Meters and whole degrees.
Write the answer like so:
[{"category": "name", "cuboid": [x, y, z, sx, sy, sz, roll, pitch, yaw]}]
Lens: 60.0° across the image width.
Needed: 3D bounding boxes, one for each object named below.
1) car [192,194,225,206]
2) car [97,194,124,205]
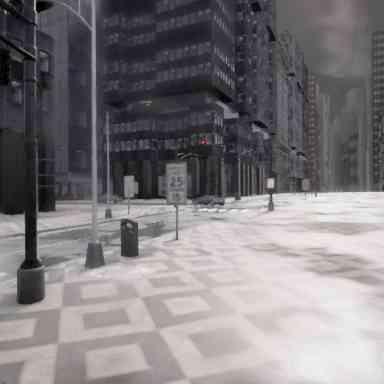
[{"category": "car", "cuboid": [1.905, 0.962, 39.174, 1.994, 1.385, 4.181, -1, 0, -44]}, {"category": "car", "cuboid": [-11.764, 1.002, 46.430, 4.902, 1.511, 2.128, 0, 0, 26]}]
